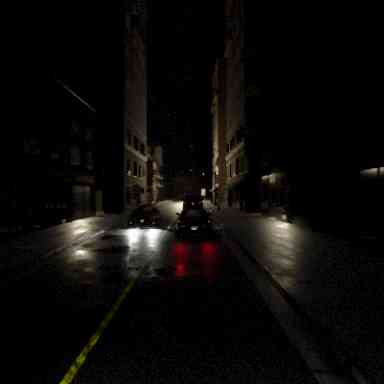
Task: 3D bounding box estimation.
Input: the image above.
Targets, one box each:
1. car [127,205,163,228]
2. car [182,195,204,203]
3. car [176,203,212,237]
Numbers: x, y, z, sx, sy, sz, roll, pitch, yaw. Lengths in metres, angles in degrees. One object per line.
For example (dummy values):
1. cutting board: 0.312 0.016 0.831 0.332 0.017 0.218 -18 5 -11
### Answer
1. car: -3.102 1.610 22.676 1.994 1.385 4.181 0 0 0
2. car: 0.096 1.303 36.374 2.150 2.045 5.566 0 0 0
3. car: 0.098 1.561 18.217 1.812 1.442 4.674 0 0 0
